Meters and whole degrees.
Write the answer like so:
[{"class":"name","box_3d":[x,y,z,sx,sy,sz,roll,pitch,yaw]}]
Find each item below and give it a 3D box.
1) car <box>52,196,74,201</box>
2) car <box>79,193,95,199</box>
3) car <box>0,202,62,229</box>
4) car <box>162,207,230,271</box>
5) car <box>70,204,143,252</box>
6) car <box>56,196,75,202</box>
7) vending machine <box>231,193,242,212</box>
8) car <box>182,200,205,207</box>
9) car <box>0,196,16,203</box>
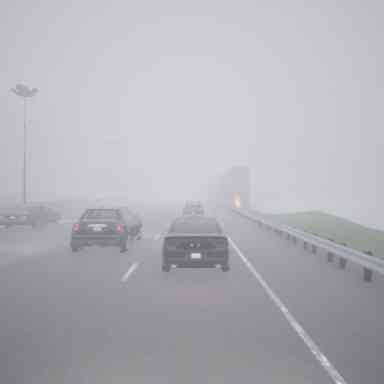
[{"class":"car","box_3d":[-21.033,1.503,53.045,1.812,1.442,4.674,0,1,1]},{"class":"car","box_3d":[-24.075,1.190,76.416,2.150,2.045,5.566,0,0,1]},{"class":"car","box_3d":[-10.392,1.538,21.753,2.033,1.411,5.357,0,0,0]},{"class":"car","box_3d":[0.104,1.473,10.950,1.882,1.535,5.008,0,0,0]},{"class":"car","box_3d":[-3.396,1.346,14.037,2.097,1.767,4.553,0,0,0]},{"class":"car","box_3d":[-27.658,1.506,73.077,2.033,1.411,5.357,0,0,1]},{"class":"vending machine","box_3d":[5.011,1.179,37.270,1.100,2.100,0.880,0,0,0]},{"class":"car","box_3d":[0.109,1.478,29.151,2.128,1.511,4.902,0,0,0]},{"class":"car","box_3d":[-31.503,1.472,55.948,1.837,1.490,4.892,0,2,1]}]
